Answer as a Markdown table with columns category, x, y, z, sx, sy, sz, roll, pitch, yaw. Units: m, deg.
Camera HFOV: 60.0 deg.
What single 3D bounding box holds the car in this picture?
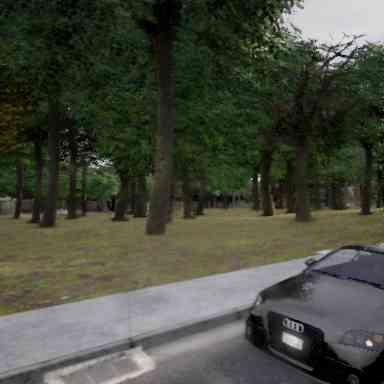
| category | x | y | z | sx | sy | sz | roll | pitch | yaw |
| --- | --- | --- | --- | --- | --- | --- | --- | --- | --- |
| car | 2.791 | 1.545 | 5.028 | 4.181 | 1.385 | 1.994 | 0 | 0 | -35 |
